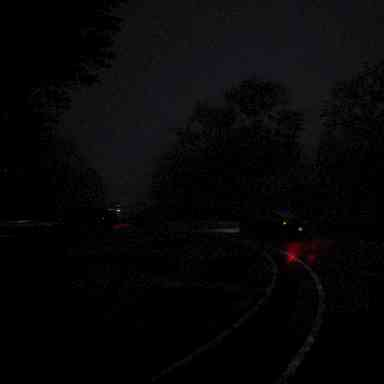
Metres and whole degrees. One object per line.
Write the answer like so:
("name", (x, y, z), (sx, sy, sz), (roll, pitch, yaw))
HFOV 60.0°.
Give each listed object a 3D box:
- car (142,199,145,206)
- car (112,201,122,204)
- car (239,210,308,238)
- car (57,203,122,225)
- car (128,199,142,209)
("car", (-12.237, 2.511, 79.213), (1.837, 1.490, 4.892), (-1, -1, -4))
("car", (-14.799, 2.514, 64.720), (1.837, 1.490, 4.892), (0, -1, -3))
("car", (4.563, 1.741, 19.088), (1.812, 1.442, 4.674), (0, -1, -25))
("car", (-8.808, 1.942, 27.979), (5.008, 1.535, 1.882), (0, -1, 7))
("car", (-11.232, 2.495, 64.169), (1.812, 1.442, 4.674), (-1, -1, -4))
